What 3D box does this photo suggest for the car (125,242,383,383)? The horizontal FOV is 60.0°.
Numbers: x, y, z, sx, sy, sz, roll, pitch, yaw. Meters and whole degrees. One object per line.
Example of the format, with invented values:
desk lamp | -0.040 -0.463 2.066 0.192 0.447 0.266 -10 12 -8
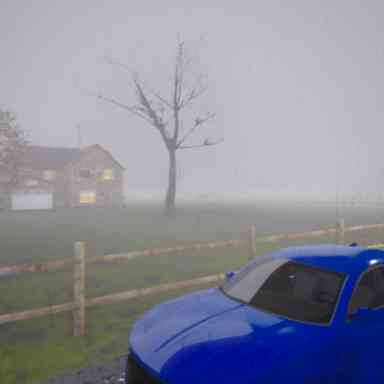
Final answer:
car | 1.624 1.475 4.227 5.008 1.535 1.882 0 0 -35
